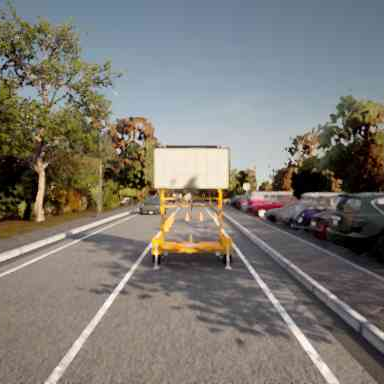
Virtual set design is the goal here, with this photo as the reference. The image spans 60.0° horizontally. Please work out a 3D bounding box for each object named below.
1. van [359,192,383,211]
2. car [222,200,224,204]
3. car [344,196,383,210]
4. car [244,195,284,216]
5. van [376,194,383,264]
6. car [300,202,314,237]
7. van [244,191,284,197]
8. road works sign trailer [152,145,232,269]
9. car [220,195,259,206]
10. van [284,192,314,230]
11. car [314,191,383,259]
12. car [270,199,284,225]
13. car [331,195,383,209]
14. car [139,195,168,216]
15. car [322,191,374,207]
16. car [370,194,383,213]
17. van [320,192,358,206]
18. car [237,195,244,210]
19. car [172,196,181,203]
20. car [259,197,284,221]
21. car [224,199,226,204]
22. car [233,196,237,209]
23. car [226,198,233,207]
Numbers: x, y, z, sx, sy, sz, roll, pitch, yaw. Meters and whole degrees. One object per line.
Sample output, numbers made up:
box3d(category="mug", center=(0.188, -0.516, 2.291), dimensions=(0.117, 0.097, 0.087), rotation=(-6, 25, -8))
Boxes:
box3d(category="van", center=(20.308, 0.979, 34.990), dimensions=(4.442, 1.987, 1.878), rotation=(0, 0, 0))
box3d(category="car", center=(7.138, 1.202, 46.317), dimensions=(4.892, 1.521, 2.231), rotation=(0, 0, 0))
box3d(category="car", center=(20.190, 1.199, 37.762), dimensions=(4.892, 1.521, 2.231), rotation=(0, 0, 0))
box3d(category="car", center=(7.102, 1.228, 26.892), dimensions=(5.008, 1.535, 2.097), rotation=(0, 0, 0))
box3d(category="van", center=(6.943, 1.115, 7.475), dimensions=(4.442, 1.987, 1.878), rotation=(0, 1, 0))
box3d(category="car", center=(7.099, 1.296, 13.005), dimensions=(4.792, 1.488, 2.163), rotation=(0, 1, 0))
box3d(category="van", center=(7.218, 0.995, 29.667), dimensions=(4.442, 1.987, 1.878), rotation=(0, 0, 0))
box3d(category="road works sign trailer", center=(-0.016, 0.324, 10.584), dimensions=(2.380, 3.560, 2.880), rotation=(0, 1, -1))
box3d(category="car", center=(6.953, 1.214, 49.086), dimensions=(5.366, 1.575, 1.946), rotation=(0, 0, 0))
box3d(category="van", center=(6.959, 1.033, 15.787), dimensions=(4.442, 1.987, 1.878), rotation=(0, 0, 0))
box3d(category="car", center=(7.093, 1.038, 10.250), dimensions=(5.566, 2.045, 2.435), rotation=(0, 1, 0))
box3d(category="car", center=(7.083, 1.291, 18.563), dimensions=(4.674, 1.452, 2.002), rotation=(0, 0, 0))
box3d(category="car", center=(20.017, 1.189, 40.530), dimensions=(5.366, 1.575, 1.946), rotation=(0, 0, 0))
box3d(category="car", center=(-3.322, 1.088, 29.264), dimensions=(2.097, 1.767, 4.553), rotation=(0, 0, 0))
box3d(category="car", center=(20.235, 0.939, 43.298), dimensions=(5.566, 2.045, 2.435), rotation=(0, 0, 0))
box3d(category="car", center=(20.155, 1.087, 32.221), dimensions=(4.553, 1.767, 2.185), rotation=(0, 0, 0))
box3d(category="van", center=(20.330, 0.974, 46.190), dimensions=(4.442, 1.987, 1.878), rotation=(0, 0, 0))
box3d(category="car", center=(7.109, 1.253, 32.444), dimensions=(4.674, 1.452, 2.002), rotation=(0, 0, 0))
box3d(category="car", center=(-3.169, 1.643, 70.148), dimensions=(2.033, 1.411, 5.357), rotation=(0, -1, 0))
box3d(category="car", center=(7.056, 1.273, 21.341), dimensions=(4.792, 1.488, 2.163), rotation=(0, 0, 0))
box3d(category="car", center=(7.134, 1.193, 43.545), dimensions=(5.008, 1.535, 2.097), rotation=(0, 0, 0))
box3d(category="car", center=(7.141, 1.235, 35.220), dimensions=(4.792, 1.488, 2.163), rotation=(0, 0, 0))
box3d(category="car", center=(7.089, 0.947, 37.996), dimensions=(5.566, 2.045, 2.435), rotation=(0, 0, 0))
